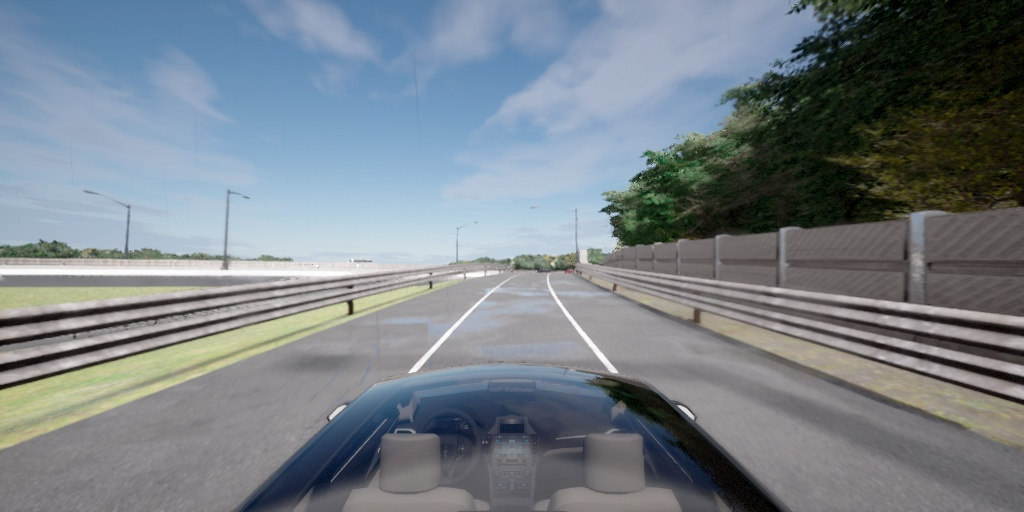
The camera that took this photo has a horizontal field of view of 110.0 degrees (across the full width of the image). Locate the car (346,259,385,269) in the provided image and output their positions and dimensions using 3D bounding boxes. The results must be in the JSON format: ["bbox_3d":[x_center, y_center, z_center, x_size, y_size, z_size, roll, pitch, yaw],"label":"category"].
[{"bbox_3d":[-23.036,1.502,56.529,5.566,2.045,2.150,2,-4,-33],"label":"car"}]
